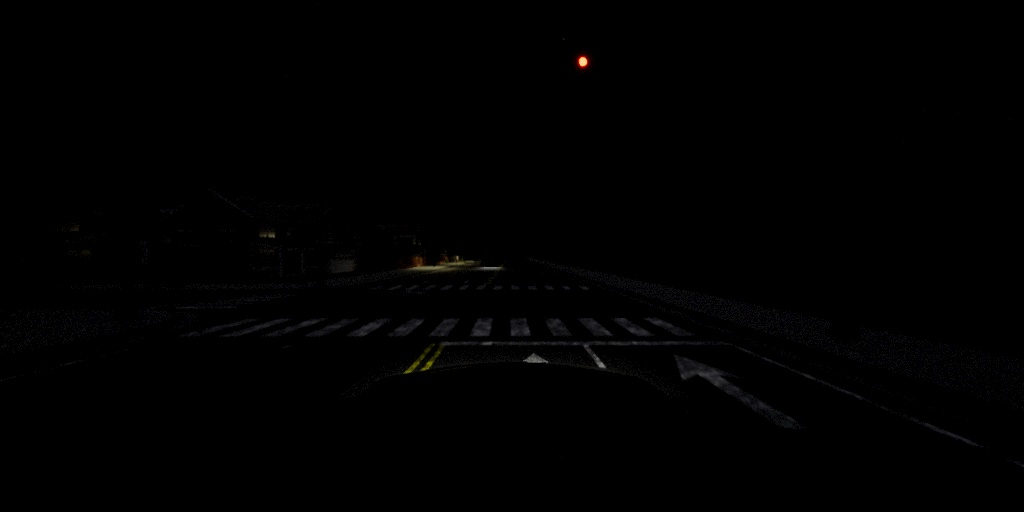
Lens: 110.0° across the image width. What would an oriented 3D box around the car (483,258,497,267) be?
[{"bbox_3d":[-3.403,1.076,55.769,1.994,1.385,4.181,0,1,0],"label":"car"}]
